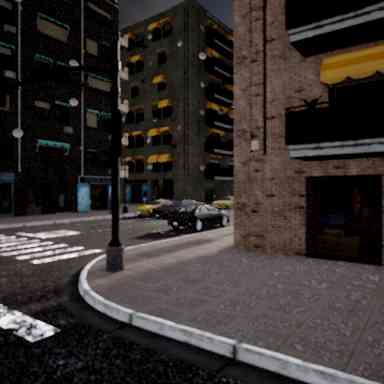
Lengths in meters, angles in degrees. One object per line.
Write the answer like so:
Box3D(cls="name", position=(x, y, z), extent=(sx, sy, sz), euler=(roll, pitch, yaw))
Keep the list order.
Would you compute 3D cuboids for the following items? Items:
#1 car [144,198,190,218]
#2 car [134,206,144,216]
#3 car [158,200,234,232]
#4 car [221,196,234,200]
Box3D(cls="car", position=(-0.906, 1.260, 25.779), extent=(2.033, 1.411, 5.357), euler=(0, 1, 36))
Box3D(cls="car", position=(-2.685, 1.236, 27.506), extent=(1.752, 1.417, 4.829), euler=(1, 1, 36))
Box3D(cls="car", position=(0.453, 1.323, 18.441), extent=(2.008, 1.369, 4.403), euler=(1, 1, 36))
Box3D(cls="car", position=(4.003, 1.095, 36.666), extent=(1.752, 1.417, 4.829), euler=(1, 1, 36))
